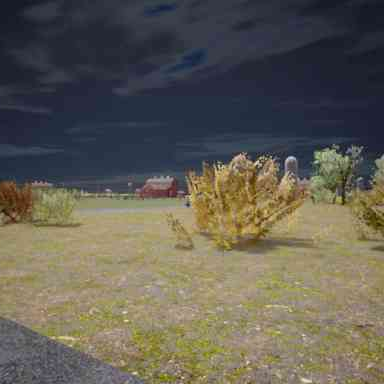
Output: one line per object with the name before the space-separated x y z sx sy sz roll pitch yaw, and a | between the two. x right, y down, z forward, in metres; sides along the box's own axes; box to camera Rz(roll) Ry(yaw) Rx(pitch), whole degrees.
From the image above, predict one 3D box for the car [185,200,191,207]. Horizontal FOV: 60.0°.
car | 0.701 2.067 62.467 1.837 1.490 4.892 -1 -1 36
